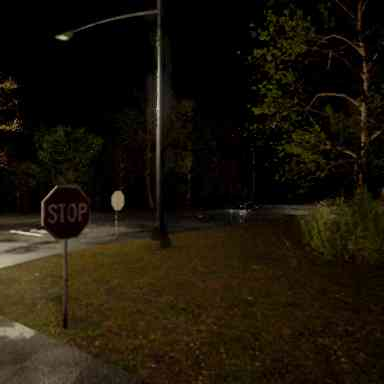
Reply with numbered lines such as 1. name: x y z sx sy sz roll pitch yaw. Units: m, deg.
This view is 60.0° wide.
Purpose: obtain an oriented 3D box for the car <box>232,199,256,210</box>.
1. car: 7.435 1.796 47.397 1.837 1.490 4.892 0 1 36
